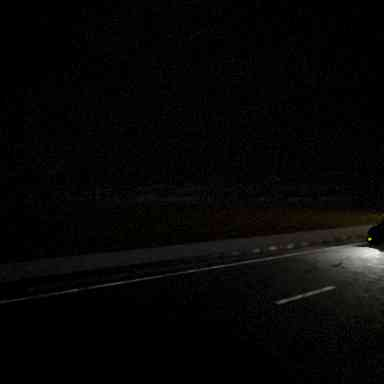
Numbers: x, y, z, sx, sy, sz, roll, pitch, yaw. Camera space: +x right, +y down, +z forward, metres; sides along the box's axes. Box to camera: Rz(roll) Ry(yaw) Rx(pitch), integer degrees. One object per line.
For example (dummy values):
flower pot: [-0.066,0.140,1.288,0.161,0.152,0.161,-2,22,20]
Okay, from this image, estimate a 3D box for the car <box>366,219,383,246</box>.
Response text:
car: [9.399,1.637,14.380,4.181,1.385,1.994,0,0,-35]
